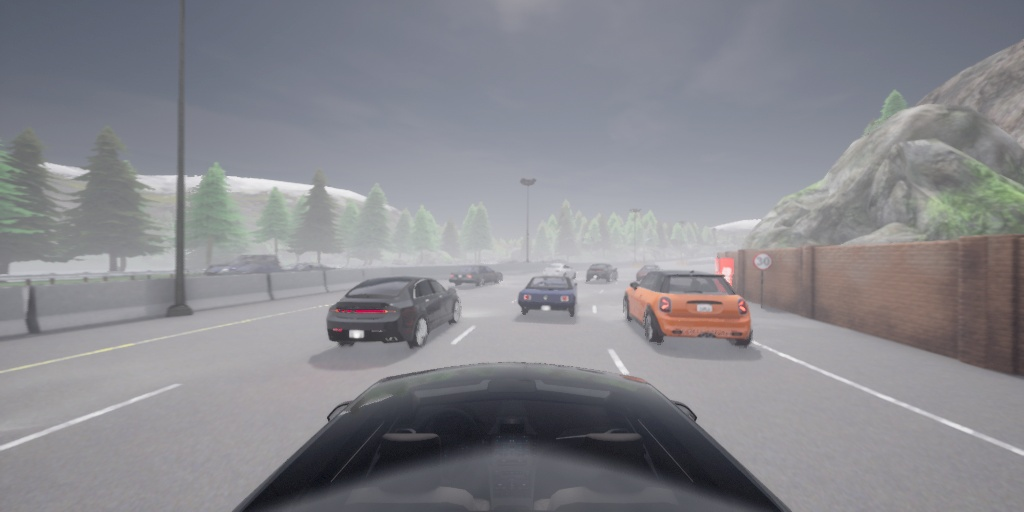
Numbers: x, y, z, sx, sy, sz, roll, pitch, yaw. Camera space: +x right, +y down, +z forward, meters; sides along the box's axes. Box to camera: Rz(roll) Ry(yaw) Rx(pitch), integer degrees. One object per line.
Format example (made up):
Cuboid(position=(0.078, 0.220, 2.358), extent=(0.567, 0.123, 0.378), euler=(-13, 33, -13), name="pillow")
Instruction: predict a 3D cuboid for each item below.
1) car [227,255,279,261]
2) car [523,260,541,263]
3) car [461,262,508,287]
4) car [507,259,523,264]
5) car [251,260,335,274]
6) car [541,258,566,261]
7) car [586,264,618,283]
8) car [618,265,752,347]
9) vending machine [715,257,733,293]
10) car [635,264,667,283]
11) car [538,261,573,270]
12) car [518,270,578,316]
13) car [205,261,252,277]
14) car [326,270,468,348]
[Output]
Cuboid(position=(-20.224, 1.037, 27.078), extent=(2.097, 1.767, 4.553), euler=(0, 0, 19), name="car")
Cuboid(position=(4.711, 1.451, 61.422), extent=(2.128, 1.511, 4.902), euler=(0, 0, 41), name="car")
Cuboid(position=(-2.391, 1.337, 25.000), extent=(2.033, 1.411, 5.357), euler=(0, 0, 21), name="car")
Cuboid(position=(2.053, 1.508, 63.700), extent=(2.033, 1.411, 5.357), euler=(0, 0, 41), name="car")
Cuboid(position=(-13.954, 1.207, 23.786), extent=(2.128, 1.511, 4.902), euler=(0, 0, 17), name="car")
Cuboid(position=(7.369, 1.148, 59.145), extent=(1.837, 1.490, 4.892), euler=(0, 0, 41), name="car")
Cuboid(position=(7.576, 1.368, 29.929), extent=(1.837, 1.490, 4.892), euler=(0, 0, 28), name="car")
Cuboid(position=(4.434, 1.148, 9.803), extent=(2.097, 1.767, 4.553), euler=(0, 0, 8), name="car")
Cuboid(position=(12.447, 1.067, 20.959), extent=(1.100, 2.100, 0.880), euler=(0, 0, 22), name="vending machine")
Cuboid(position=(11.824, 1.454, 30.335), extent=(1.994, 1.385, 4.181), euler=(0, 0, 30), name="car")
Cuboid(position=(4.111, 1.369, 30.822), extent=(1.812, 1.442, 4.674), euler=(0, 0, 27), name="car")
Cuboid(position=(1.546, 1.389, 13.697), extent=(1.895, 1.301, 4.718), euler=(0, 0, 12), name="car")
Cuboid(position=(-17.436, 1.244, 24.603), extent=(2.033, 1.411, 5.357), euler=(0, 0, 17), name="car")
Cuboid(position=(-2.702, 1.256, 9.272), extent=(1.837, 1.490, 4.892), euler=(0, 0, 7), name="car")
